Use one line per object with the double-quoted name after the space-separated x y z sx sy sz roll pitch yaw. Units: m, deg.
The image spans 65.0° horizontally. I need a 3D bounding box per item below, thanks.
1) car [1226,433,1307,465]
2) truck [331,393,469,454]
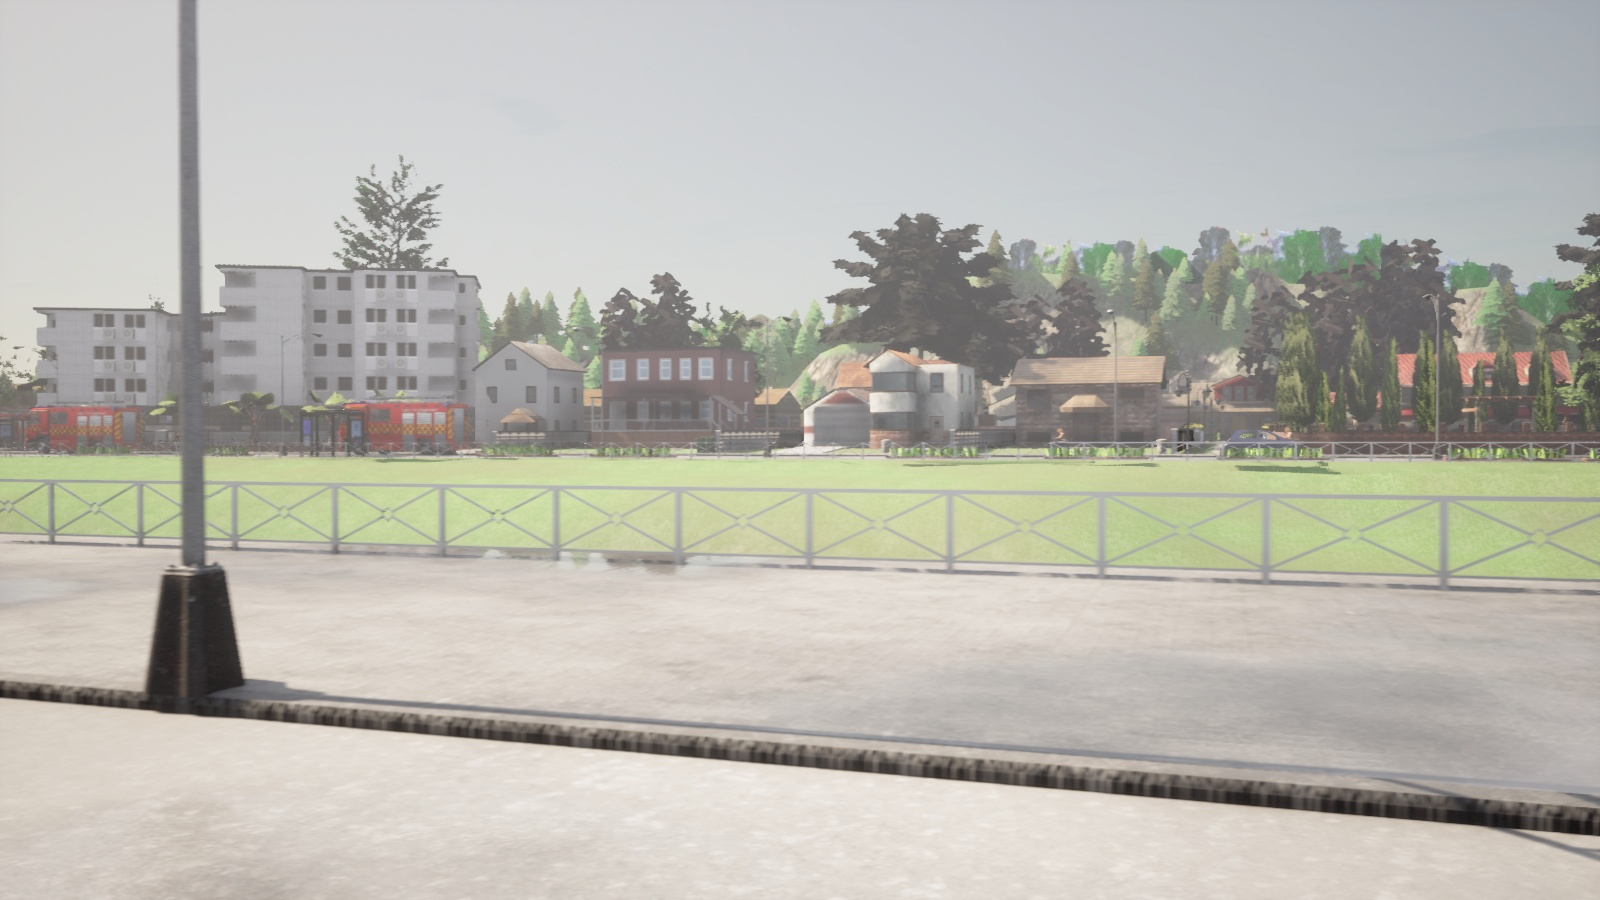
22.660 -0.054 61.177 3.633 1.501 1.845 1 1 19 "car"
-26.052 -1.746 81.779 8.468 3.827 2.891 1 1 19 "truck"
